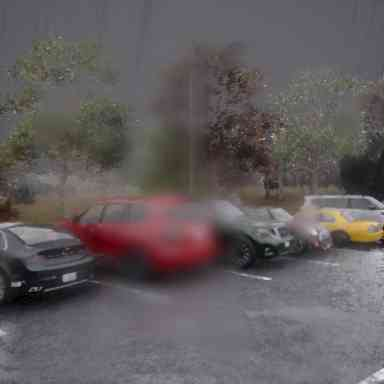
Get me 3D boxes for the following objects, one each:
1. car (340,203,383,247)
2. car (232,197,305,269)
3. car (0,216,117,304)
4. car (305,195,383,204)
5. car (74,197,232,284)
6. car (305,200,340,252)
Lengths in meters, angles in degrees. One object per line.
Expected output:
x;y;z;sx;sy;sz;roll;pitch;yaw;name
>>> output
5.364;1.438;14.739;5.366;1.575;1.946;-1;0;37;car
0.570;1.203;11.370;5.566;2.045;2.435;-1;-1;36;car
-4.405;1.465;8.085;4.892;1.521;2.231;-1;0;36;car
8.043;1.166;16.235;5.566;2.045;2.435;-1;-1;37;car
-1.961;1.208;9.756;5.566;2.045;2.435;-1;0;36;car
3.004;1.325;13.032;4.553;1.767;2.185;-1;-1;37;car
